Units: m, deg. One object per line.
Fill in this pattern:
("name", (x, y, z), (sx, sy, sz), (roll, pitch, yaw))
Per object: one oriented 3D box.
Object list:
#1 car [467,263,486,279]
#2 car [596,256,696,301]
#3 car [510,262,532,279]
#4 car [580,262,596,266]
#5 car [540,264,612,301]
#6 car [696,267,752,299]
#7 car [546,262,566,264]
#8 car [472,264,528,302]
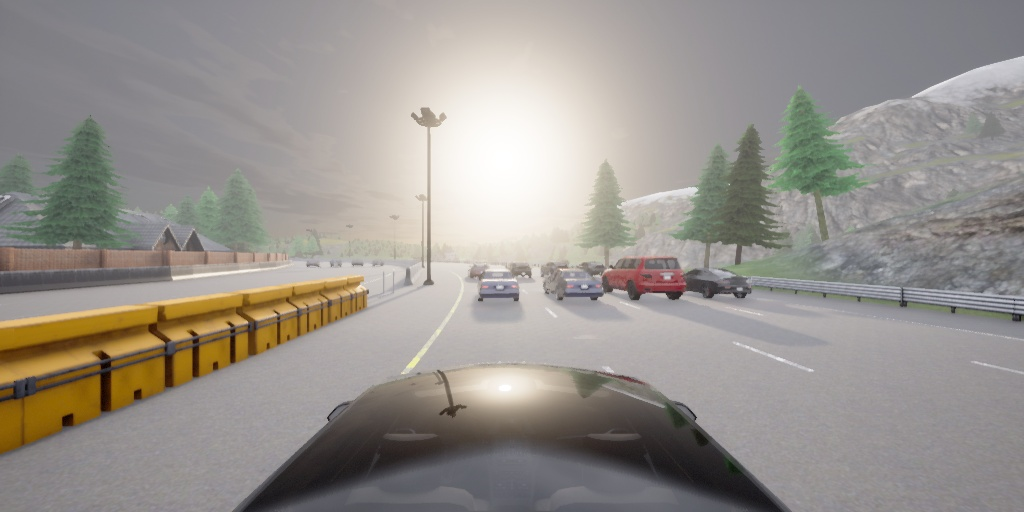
("car", (-2.892, 1.320, 32.302), (1.994, 1.385, 4.181), (0, 0, -11))
("car", (6.242, 1.005, 17.653), (2.150, 2.045, 5.566), (0, 0, -5))
("car", (0.547, 1.264, 32.954), (1.837, 1.490, 4.892), (0, 0, -11))
("car", (7.424, 1.264, 34.257), (1.837, 1.490, 4.892), (0, 0, -11))
("car", (2.760, 1.310, 17.296), (2.033, 1.411, 5.357), (0, 0, -5))
("car", (9.729, 1.280, 17.950), (1.812, 1.442, 4.674), (0, 0, -5))
("car", (3.986, 1.264, 33.605), (1.837, 1.490, 4.892), (0, 0, -11))
("car", (-0.725, 1.310, 16.969), (2.033, 1.411, 5.357), (0, 0, -5))
